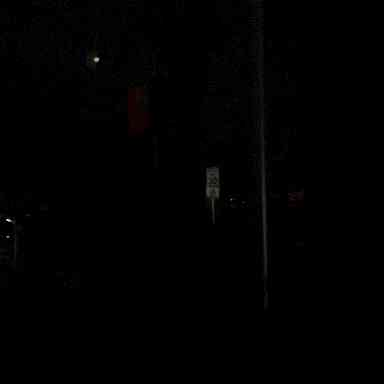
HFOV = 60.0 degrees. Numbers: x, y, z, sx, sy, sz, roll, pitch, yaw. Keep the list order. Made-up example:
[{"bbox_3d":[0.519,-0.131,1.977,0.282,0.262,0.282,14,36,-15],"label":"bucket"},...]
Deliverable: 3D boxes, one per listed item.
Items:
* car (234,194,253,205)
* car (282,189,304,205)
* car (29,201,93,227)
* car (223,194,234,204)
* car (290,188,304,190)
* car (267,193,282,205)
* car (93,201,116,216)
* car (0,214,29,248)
[{"bbox_3d":[8.375,1.005,46.369,2.033,1.411,5.357,-2,0,36],"label":"car"},{"bbox_3d":[13.693,0.790,42.473,1.882,1.535,5.008,-2,0,36],"label":"car"},{"bbox_3d":[-9.268,1.394,21.963,1.812,1.442,4.674,-2,0,36],"label":"car"},{"bbox_3d":[6.489,1.015,49.292,1.837,1.490,4.892,-2,-1,36],"label":"car"},{"bbox_3d":[16.968,0.430,52.683,2.150,2.045,5.566,-2,0,36],"label":"car"},{"bbox_3d":[11.157,0.907,44.505,1.812,1.442,4.674,-2,0,37],"label":"car"},{"bbox_3d":[-8.581,1.438,28.478,1.994,1.385,4.181,-2,0,36],"label":"car"},{"bbox_3d":[-8.552,1.167,11.504,2.097,1.767,4.553,-2,0,36],"label":"car"}]
